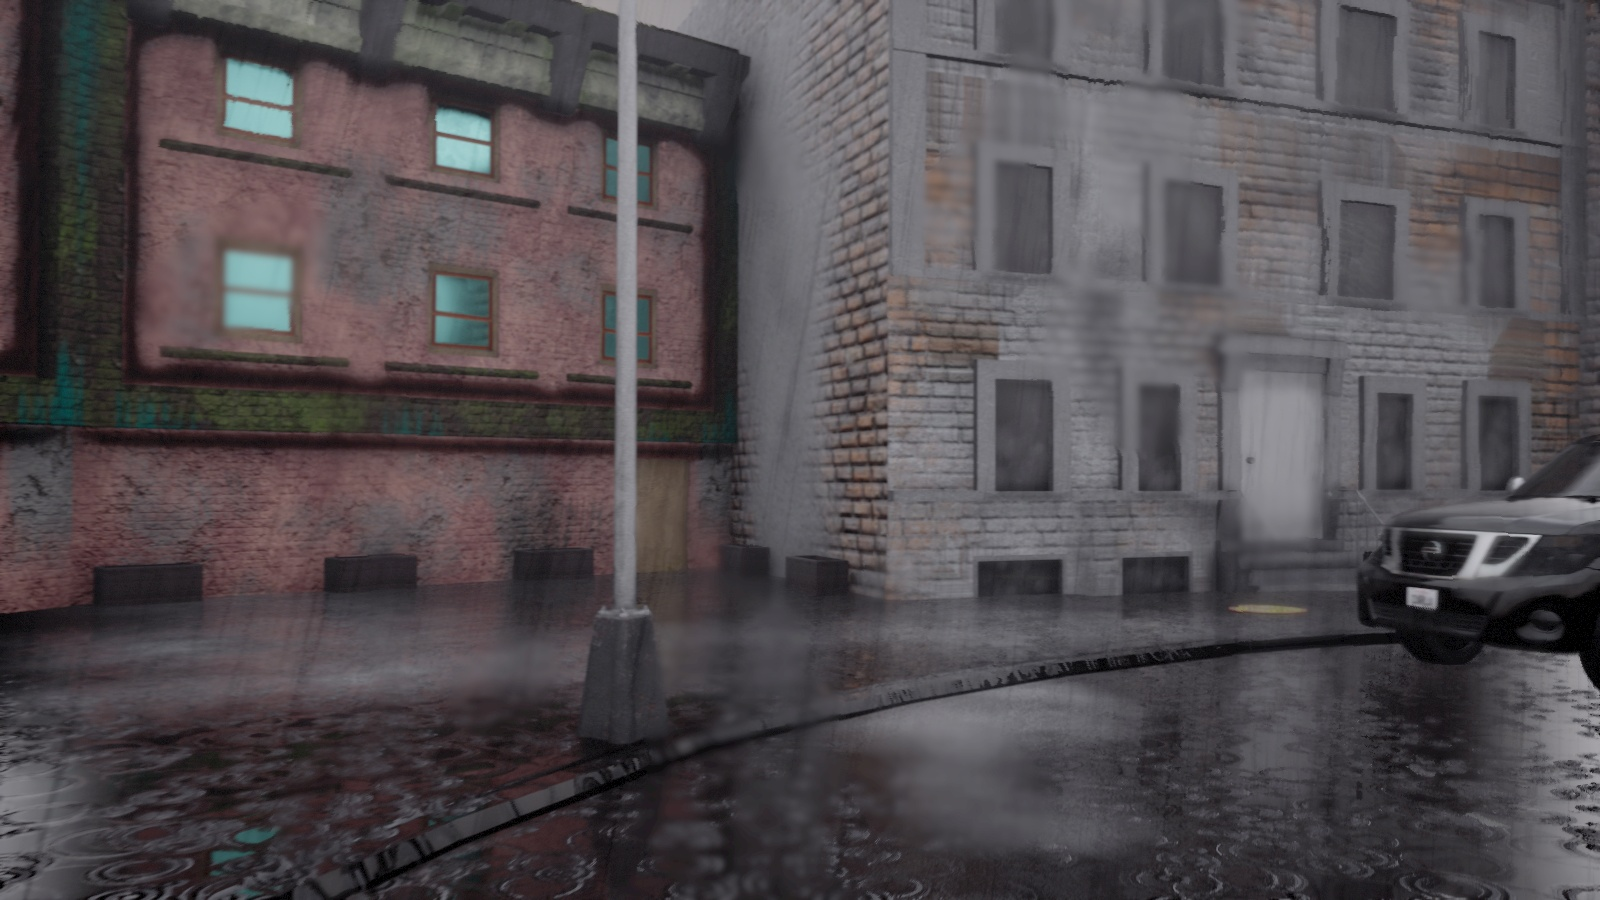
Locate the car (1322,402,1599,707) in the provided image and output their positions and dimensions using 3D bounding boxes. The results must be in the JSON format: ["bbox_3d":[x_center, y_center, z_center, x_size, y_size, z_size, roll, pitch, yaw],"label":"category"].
[{"bbox_3d":[7.346,0.723,10.167,5.566,2.045,2.150,0,-1,-15],"label":"car"}]
